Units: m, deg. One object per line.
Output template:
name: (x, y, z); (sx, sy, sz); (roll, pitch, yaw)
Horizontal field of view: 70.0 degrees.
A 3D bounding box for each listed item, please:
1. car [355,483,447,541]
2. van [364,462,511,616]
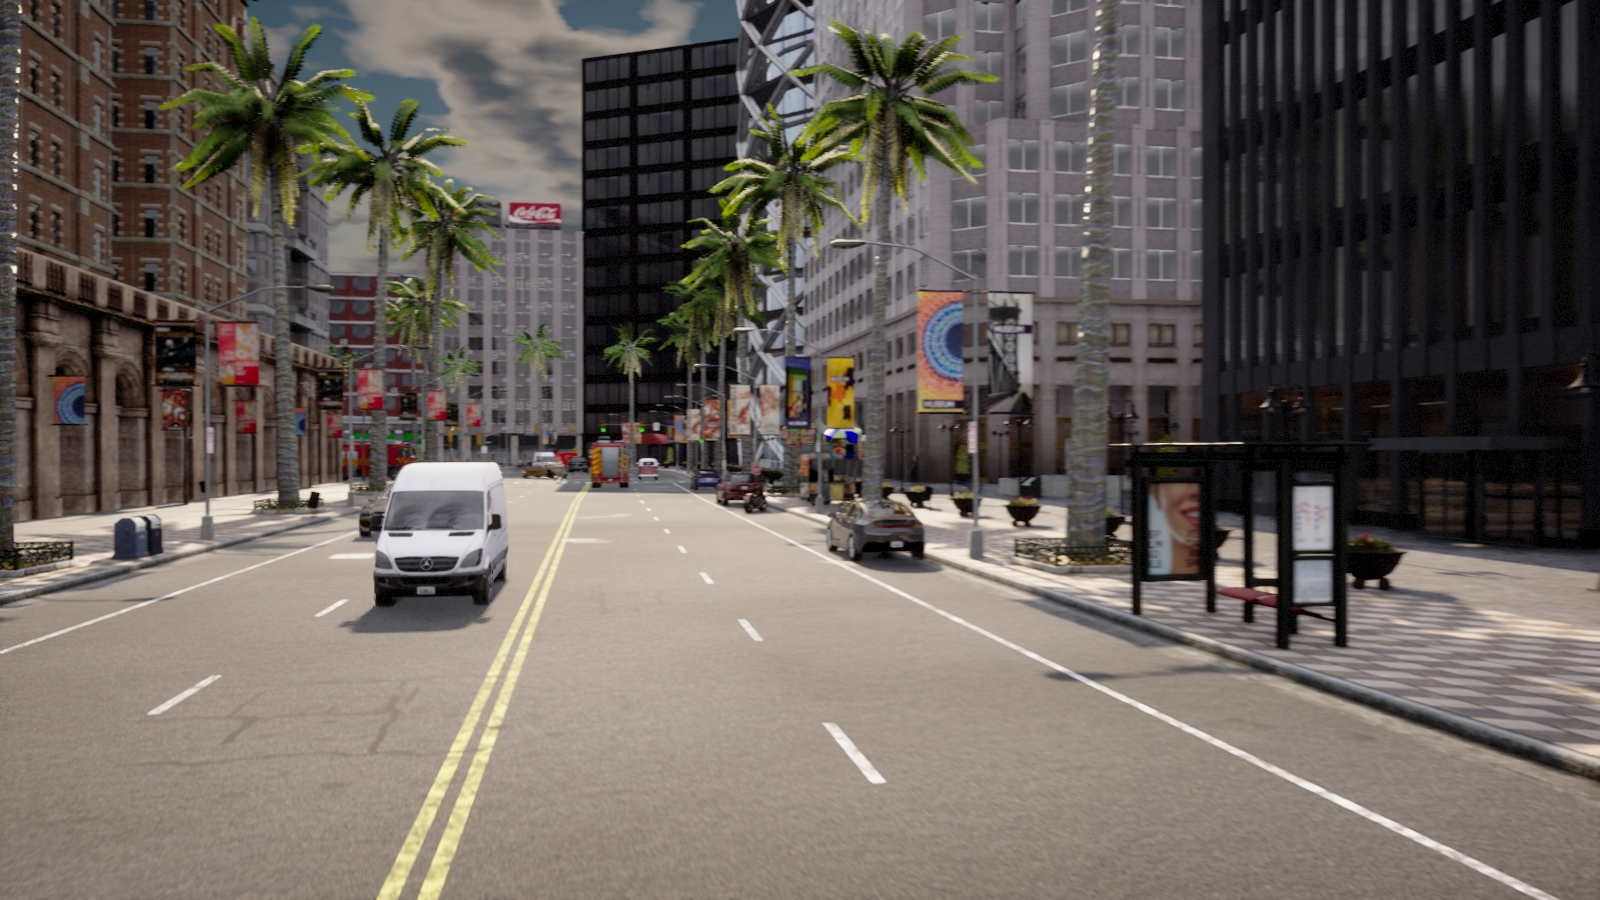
car: (-13.289, 2.005, 38.385); (2.152, 1.651, 5.027); (0, 0, -10)
van: (-6.949, 1.541, 22.542); (1.988, 2.561, 5.915); (0, 0, -10)
